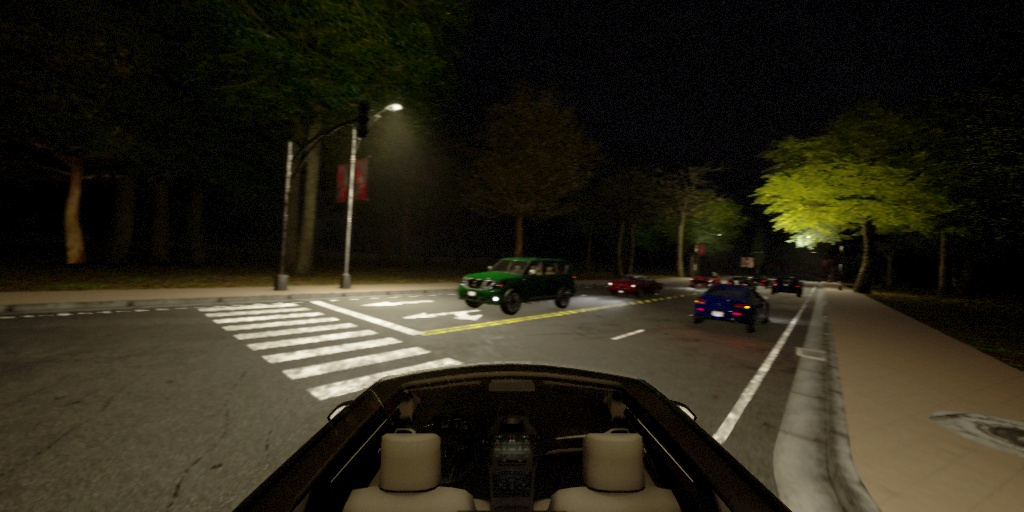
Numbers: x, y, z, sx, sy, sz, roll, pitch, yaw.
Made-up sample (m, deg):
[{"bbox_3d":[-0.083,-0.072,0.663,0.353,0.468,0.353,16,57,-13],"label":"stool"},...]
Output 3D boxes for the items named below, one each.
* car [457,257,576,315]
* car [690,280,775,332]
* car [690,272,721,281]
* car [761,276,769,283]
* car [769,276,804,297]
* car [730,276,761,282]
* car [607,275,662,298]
[{"bbox_3d":[0.442,1.051,14.384,2.150,2.045,5.566,3,0,41],"label":"car"},{"bbox_3d":[8.106,1.778,13.147,1.812,1.442,4.674,3,0,42],"label":"car"},{"bbox_3d":[19.876,2.385,36.758,2.097,1.767,4.553,3,0,41],"label":"car"},{"bbox_3d":[30.274,3.160,43.735,1.837,1.490,4.892,3,0,41],"label":"car"},{"bbox_3d":[25.311,2.670,32.891,2.097,1.767,4.553,3,0,41],"label":"car"},{"bbox_3d":[21.533,2.659,33.645,2.033,1.411,5.357,3,0,41],"label":"car"},{"bbox_3d":[7.957,1.896,23.072,1.895,1.301,4.718,3,0,41],"label":"car"}]
